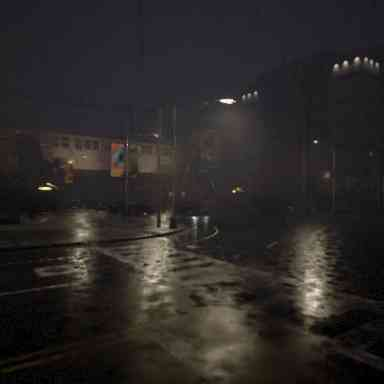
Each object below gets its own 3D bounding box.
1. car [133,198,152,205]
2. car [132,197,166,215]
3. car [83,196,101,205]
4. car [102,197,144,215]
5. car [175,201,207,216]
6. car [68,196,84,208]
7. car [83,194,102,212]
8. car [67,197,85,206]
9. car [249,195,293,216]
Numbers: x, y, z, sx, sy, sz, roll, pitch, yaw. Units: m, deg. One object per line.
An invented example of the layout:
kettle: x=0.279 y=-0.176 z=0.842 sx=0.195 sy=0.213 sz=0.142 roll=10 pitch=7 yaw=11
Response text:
car: x=-10.234 y=1.955 z=68.734 sx=1.895 sy=1.301 sz=4.718 roll=1 pitch=0 yaw=-35
car: x=-4.733 y=1.691 z=36.970 sx=2.128 sy=1.511 sz=4.902 roll=1 pitch=0 yaw=-35
car: x=-19.283 y=1.608 z=64.001 sx=2.097 sy=1.767 sz=4.553 roll=1 pitch=0 yaw=-34
car: x=-7.534 y=1.647 z=35.913 sx=2.097 sy=1.535 sz=5.008 roll=1 pitch=0 yaw=-35
car: x=-0.315 y=1.745 z=36.588 sx=1.837 sy=1.490 sz=4.892 roll=1 pitch=-1 yaw=-35
car: x=-17.490 y=1.648 z=49.939 sx=2.231 sy=1.521 sz=4.892 roll=1 pitch=0 yaw=-25
car: x=-11.334 y=1.520 z=41.095 sx=2.185 sy=1.767 sz=4.553 roll=1 pitch=0 yaw=-35
car: x=-21.090 y=1.681 z=60.439 sx=1.882 sy=1.535 sz=5.008 roll=1 pitch=0 yaw=-34
car: x=8.640 y=1.343 z=36.589 sx=4.892 sy=1.490 sz=1.837 roll=9 pitch=38 yaw=40
